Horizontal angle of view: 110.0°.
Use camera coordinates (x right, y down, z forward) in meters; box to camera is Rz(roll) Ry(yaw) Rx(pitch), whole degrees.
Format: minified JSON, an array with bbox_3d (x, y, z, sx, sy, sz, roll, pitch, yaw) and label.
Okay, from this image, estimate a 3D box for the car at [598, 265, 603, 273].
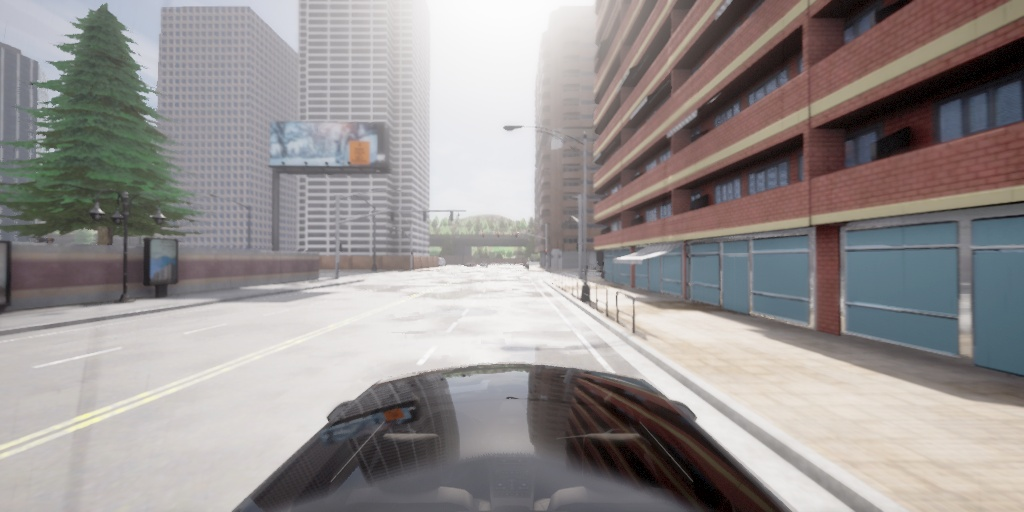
[{"bbox_3d":[12.337,1.438,40.921,5.008,1.535,1.882,0,-1,0],"label":"car"}]
